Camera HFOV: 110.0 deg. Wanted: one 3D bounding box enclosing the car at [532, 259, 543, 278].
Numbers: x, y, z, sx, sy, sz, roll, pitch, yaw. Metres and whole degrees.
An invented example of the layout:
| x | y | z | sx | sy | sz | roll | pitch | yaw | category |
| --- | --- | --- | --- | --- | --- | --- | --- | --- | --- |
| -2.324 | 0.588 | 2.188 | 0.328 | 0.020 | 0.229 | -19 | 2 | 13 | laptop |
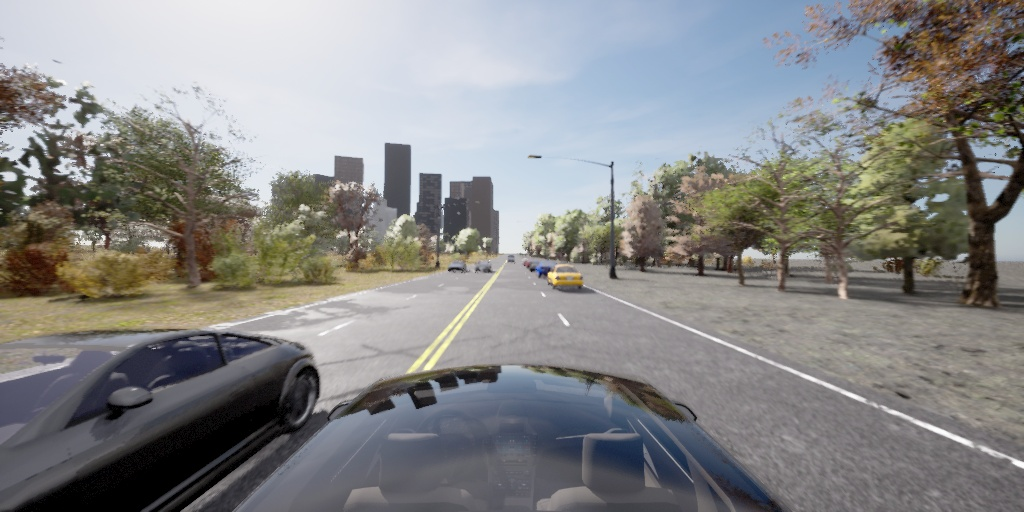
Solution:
| x | y | z | sx | sy | sz | roll | pitch | yaw | category |
| --- | --- | --- | --- | --- | --- | --- | --- | --- | --- |
| 3.234 | 1.222 | 33.584 | 1.882 | 1.535 | 5.008 | 0 | 0 | 0 | car |

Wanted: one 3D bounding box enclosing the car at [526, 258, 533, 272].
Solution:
| x | y | z | sx | sy | sz | roll | pitch | yaw | category |
| --- | --- | --- | --- | --- | --- | --- | --- | --- | --- |
| 3.196 | 1.291 | 44.588 | 1.994 | 1.385 | 4.181 | 0 | 0 | 0 | car |

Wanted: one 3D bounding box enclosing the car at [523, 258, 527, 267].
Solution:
| x | y | z | sx | sy | sz | roll | pitch | yaw | category |
| --- | --- | --- | --- | --- | --- | --- | --- | --- | --- |
| 3.160 | 1.180 | 55.592 | 1.882 | 1.535 | 5.008 | 0 | 0 | 0 | car |

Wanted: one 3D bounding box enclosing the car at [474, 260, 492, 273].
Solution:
| x | y | z | sx | sy | sz | roll | pitch | yaw | category |
| --- | --- | --- | --- | --- | --- | --- | --- | --- | --- |
| -3.374 | 1.229 | 42.665 | 2.128 | 1.511 | 4.902 | 0 | 0 | 0 | car |

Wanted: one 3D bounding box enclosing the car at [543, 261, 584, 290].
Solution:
| x | y | z | sx | sy | sz | roll | pitch | yaw | category |
| --- | --- | --- | --- | --- | --- | --- | --- | --- | --- |
| 3.249 | 1.206 | 22.756 | 1.801 | 1.575 | 5.366 | 0 | 0 | 0 | car |

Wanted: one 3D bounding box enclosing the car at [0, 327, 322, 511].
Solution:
| x | y | z | sx | sy | sz | roll | pitch | yaw | category |
| --- | --- | --- | --- | --- | --- | --- | --- | --- | --- |
| -3.348 | 1.314 | 2.731 | 1.994 | 1.385 | 4.181 | 0 | 0 | 0 | car |

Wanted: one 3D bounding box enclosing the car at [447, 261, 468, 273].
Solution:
| x | y | z | sx | sy | sz | roll | pitch | yaw | category |
| --- | --- | --- | --- | --- | --- | --- | --- | --- | --- |
| -6.617 | 1.282 | 44.126 | 2.033 | 1.411 | 5.357 | 0 | 0 | 0 | car |
